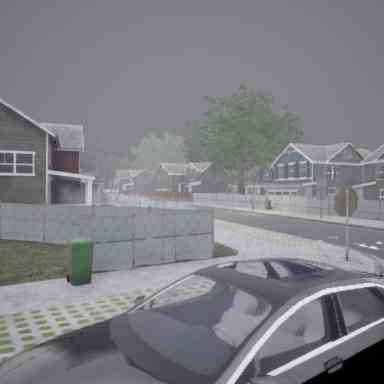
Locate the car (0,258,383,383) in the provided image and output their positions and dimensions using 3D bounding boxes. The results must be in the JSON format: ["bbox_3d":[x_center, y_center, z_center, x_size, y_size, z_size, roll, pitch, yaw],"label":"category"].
[{"bbox_3d":[0.577,1.492,3.150,4.902,1.511,2.128,0,0,-33],"label":"car"}]

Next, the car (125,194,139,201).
[{"bbox_3d":[-9.386,0.981,52.770,2.033,1.411,5.357,0,1,-29],"label":"car"}]
